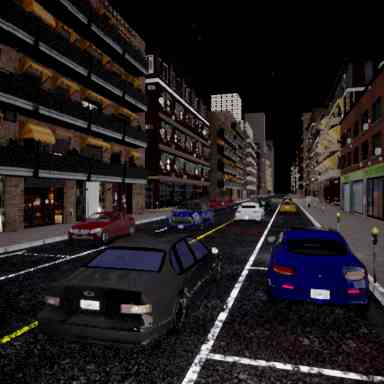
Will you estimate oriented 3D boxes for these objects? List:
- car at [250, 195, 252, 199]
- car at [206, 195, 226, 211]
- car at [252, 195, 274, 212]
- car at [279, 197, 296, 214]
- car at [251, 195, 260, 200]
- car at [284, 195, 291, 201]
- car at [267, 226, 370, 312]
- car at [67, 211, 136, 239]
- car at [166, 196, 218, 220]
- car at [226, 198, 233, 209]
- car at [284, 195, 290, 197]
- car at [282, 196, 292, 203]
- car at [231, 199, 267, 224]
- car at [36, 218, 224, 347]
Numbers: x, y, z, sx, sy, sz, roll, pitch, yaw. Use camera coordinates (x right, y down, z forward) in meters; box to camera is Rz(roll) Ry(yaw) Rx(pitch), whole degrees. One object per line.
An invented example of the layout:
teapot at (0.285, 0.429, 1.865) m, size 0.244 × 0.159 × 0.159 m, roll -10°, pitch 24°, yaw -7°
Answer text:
car at (15.957, 1.540, 86.345) m, size 2.008 × 1.369 × 4.403 m, roll 0°, pitch 0°, yaw 16°
car at (2.063, 1.314, 37.560) m, size 2.192 × 1.841 × 5.009 m, roll 0°, pitch 0°, yaw 16°
car at (8.708, 1.351, 39.763) m, size 2.097 × 1.767 × 4.553 m, roll 0°, pitch 0°, yaw 16°
car at (10.167, 1.525, 35.424) m, size 1.752 × 1.417 × 4.829 m, roll 0°, pitch 0°, yaw 16°
car at (17.500, 1.539, 91.767) m, size 2.008 × 1.369 × 4.403 m, roll 0°, pitch 0°, yaw 16°
car at (25.607, 1.514, 89.630) m, size 1.752 × 1.417 × 4.829 m, roll 0°, pitch 0°, yaw 16°
car at (2.753, 1.526, 7.721) m, size 1.812 × 1.442 × 4.674 m, roll 0°, pitch 0°, yaw 16°
car at (-4.114, 1.582, 15.877) m, size 1.802 × 1.307 × 4.206 m, roll 0°, pitch 0°, yaw 16°
car at (-0.024, 1.352, 20.789) m, size 2.097 × 1.767 × 4.553 m, roll 0°, pitch 0°, yaw 16°
car at (3.606, 1.438, 42.980) m, size 1.967 × 1.590 × 4.097 m, roll 0°, pitch 0°, yaw 16°
car at (13.208, 1.543, 46.102) m, size 1.887 × 1.381 × 4.507 m, roll 0°, pitch 0°, yaw 16°
car at (19.384, 1.545, 67.784) m, size 2.008 × 1.369 × 4.403 m, roll 0°, pitch 0°, yaw 16°
car at (4.383, 1.526, 24.934) m, size 1.812 × 1.442 × 4.674 m, roll 0°, pitch 0°, yaw 16°
car at (-0.669, 1.548, 6.840) m, size 2.033 × 1.411 × 5.357 m, roll 0°, pitch 0°, yaw 16°
